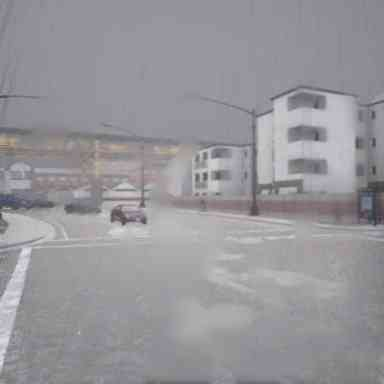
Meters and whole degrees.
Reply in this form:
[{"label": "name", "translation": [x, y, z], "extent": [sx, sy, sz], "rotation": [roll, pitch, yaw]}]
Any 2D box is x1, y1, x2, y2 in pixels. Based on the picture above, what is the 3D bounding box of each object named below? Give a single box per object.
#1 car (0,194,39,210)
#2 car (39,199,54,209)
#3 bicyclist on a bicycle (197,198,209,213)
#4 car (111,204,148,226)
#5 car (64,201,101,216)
[{"label": "car", "translation": [-23.372, 1.282, 43.891], "extent": [5.566, 2.045, 2.150], "rotation": [0, -1, 27]}, {"label": "car", "translation": [-22.103, 1.659, 47.466], "extent": [5.357, 1.411, 2.033], "rotation": [0, -1, 26]}, {"label": "bicyclist on a bicycle", "translation": [1.203, 1.510, 37.161], "extent": [1.656, 1.620, 0.582], "rotation": [0, 0, -36]}, {"label": "car", "translation": [-4.940, 1.695, 25.633], "extent": [1.812, 1.442, 4.674], "rotation": [0, 0, -29]}, {"label": "car", "translation": [-11.617, 1.653, 35.127], "extent": [2.033, 1.411, 5.357], "rotation": [1, 0, -44]}]
